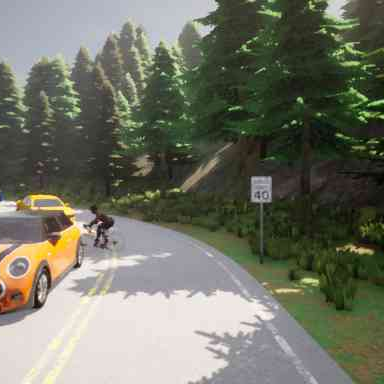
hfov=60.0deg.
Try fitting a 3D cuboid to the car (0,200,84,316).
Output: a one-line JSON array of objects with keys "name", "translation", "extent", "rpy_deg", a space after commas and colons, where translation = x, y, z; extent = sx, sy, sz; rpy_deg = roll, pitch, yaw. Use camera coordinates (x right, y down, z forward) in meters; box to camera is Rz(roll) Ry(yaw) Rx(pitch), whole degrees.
[{"name": "car", "translation": [-3.970, 1.261, 7.559], "extent": [2.097, 1.767, 4.553], "rpy_deg": [0, 1, -6]}]

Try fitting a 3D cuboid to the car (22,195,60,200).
[{"name": "car", "translation": [-7.608, 0.939, 17.096], "extent": [1.882, 1.535, 5.008], "rpy_deg": [0, 3, -39]}]

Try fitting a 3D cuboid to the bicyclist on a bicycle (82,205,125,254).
[{"name": "bicyclist on a bicycle", "translation": [-3.104, 1.272, 11.161], "extent": [1.656, 1.620, 0.582], "rpy_deg": [-2, 2, -15]}]

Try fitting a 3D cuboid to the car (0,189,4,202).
[{"name": "car", "translation": [-16.171, -0.160, 23.759], "extent": [5.566, 2.045, 2.150], "rpy_deg": [5, 1, 19]}]
